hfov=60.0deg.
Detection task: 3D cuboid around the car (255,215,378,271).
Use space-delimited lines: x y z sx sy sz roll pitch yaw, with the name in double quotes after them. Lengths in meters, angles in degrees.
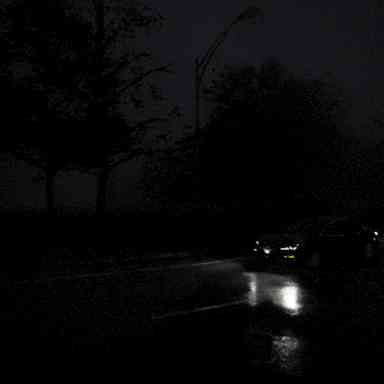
4.288 1.568 11.178 4.892 1.490 1.837 1 0 -32 "car"
